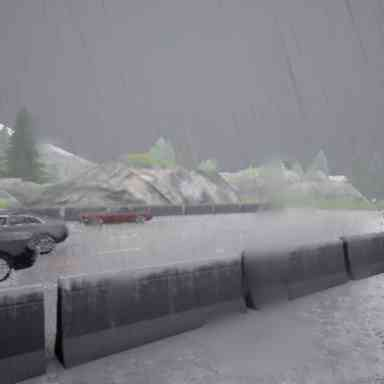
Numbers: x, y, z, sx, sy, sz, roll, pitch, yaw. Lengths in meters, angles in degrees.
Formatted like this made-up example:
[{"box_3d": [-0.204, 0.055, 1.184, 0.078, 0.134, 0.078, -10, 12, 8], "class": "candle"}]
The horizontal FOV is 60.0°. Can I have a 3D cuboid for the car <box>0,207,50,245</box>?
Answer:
[{"box_3d": [-9.094, 1.501, 14.692, 4.892, 1.490, 1.837, 0, 0, -35], "class": "car"}]

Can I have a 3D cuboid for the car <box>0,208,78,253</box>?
[{"box_3d": [-6.974, 1.487, 11.905, 4.902, 1.511, 2.128, 0, 0, -35], "class": "car"}]

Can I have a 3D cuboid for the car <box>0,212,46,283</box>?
[{"box_3d": [-6.454, 1.480, 7.980, 5.008, 1.535, 1.882, 0, 0, -35], "class": "car"}]

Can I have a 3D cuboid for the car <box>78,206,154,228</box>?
[{"box_3d": [-5.015, 1.571, 21.872, 4.718, 1.301, 1.895, 0, 0, -35], "class": "car"}]
